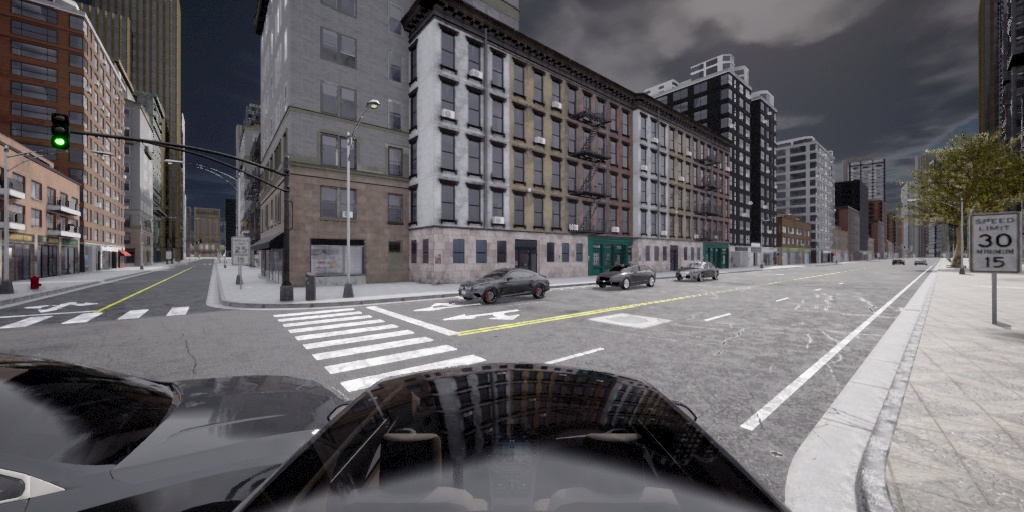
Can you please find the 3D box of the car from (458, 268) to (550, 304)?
[{"bbox_3d":[-0.250,1.285,16.610,4.674,1.442,1.812,0,0,-40],"label":"car"}]

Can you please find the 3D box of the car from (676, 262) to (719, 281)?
[{"bbox_3d":[15.290,1.232,29.503,4.902,1.511,2.128,0,0,-40],"label":"car"}]

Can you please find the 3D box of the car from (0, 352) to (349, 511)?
[{"bbox_3d":[-3.244,1.257,1.600,4.892,1.490,1.837,0,0,-35],"label":"car"}]

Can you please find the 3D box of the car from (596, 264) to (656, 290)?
[{"bbox_3d":[7.362,1.255,22.932,4.892,1.490,1.837,0,0,-40],"label":"car"}]
